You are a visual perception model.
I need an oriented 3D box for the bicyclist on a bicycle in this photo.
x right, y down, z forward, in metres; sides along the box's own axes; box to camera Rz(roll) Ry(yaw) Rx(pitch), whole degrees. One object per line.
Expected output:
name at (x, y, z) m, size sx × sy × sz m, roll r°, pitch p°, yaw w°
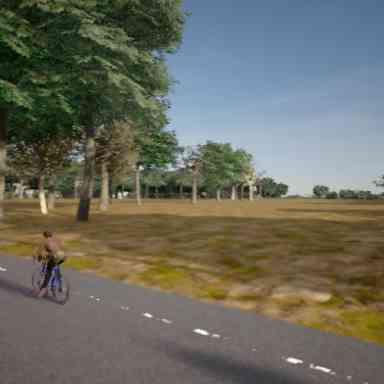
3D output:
bicyclist on a bicycle at (-3.313, 1.722, 7.752) m, size 1.656 × 1.620 × 0.582 m, roll -1°, pitch -3°, yaw 39°
